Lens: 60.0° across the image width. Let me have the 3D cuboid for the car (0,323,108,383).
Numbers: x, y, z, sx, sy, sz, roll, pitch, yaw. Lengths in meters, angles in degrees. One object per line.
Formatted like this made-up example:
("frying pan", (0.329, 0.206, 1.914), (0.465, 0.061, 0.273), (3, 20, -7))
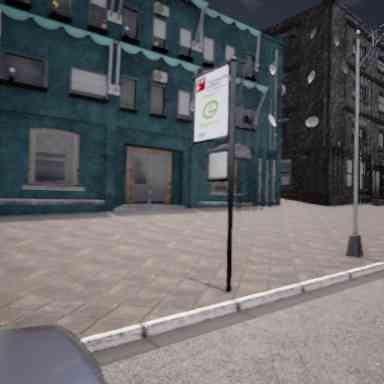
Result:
("car", (-2.929, 1.547, 1.291), (5.357, 1.411, 2.033), (0, 0, -36))
